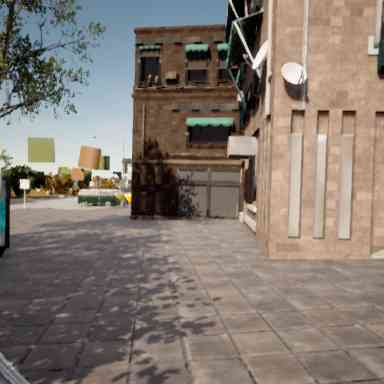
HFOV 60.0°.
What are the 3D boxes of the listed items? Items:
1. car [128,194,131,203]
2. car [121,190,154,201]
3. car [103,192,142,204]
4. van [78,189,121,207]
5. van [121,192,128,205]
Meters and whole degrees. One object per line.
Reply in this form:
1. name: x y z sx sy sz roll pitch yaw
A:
1. car: -10.468 0.898 44.756 5.008 1.535 2.097 2 1 -14
2. car: -9.378 0.637 56.660 5.366 1.575 1.946 2 2 -14
3. car: -9.987 0.859 47.790 5.366 1.575 1.946 2 1 -14
4. van: -10.962 0.744 38.825 4.442 1.987 1.878 2 1 -14
5. van: -10.657 0.710 41.810 4.442 1.987 1.878 2 1 -14
